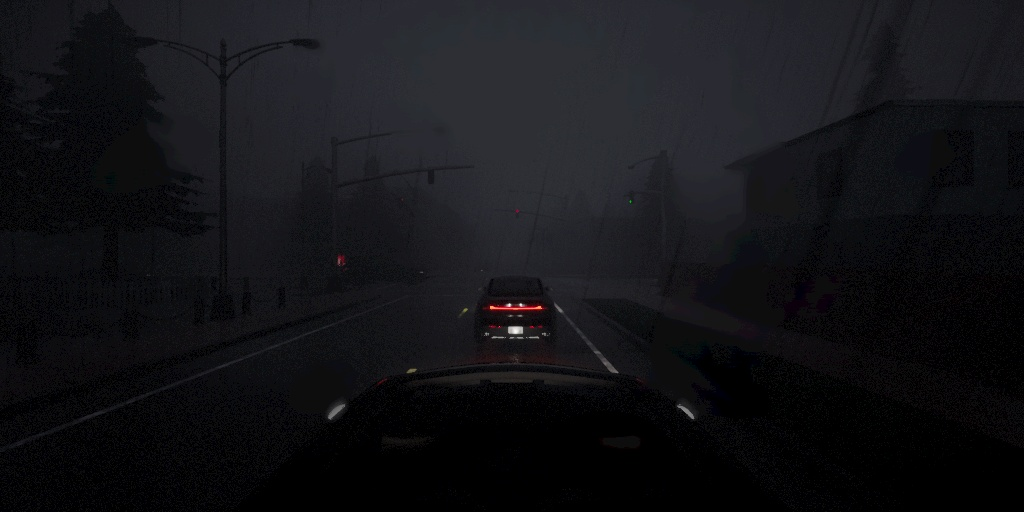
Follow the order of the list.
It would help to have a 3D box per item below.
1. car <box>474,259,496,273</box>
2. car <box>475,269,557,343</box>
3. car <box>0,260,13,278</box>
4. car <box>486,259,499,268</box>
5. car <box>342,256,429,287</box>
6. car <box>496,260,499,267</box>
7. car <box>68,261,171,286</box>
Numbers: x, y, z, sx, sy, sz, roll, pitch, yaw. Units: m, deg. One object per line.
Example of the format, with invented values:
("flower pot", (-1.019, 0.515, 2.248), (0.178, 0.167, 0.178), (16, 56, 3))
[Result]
("car", (-3.505, 1.297, 44.399), (2.033, 1.411, 5.357), (0, 0, 0))
("car", (0.092, 1.255, 9.684), (1.837, 1.490, 4.892), (0, 0, 0))
("car", (-41.746, 1.270, 27.105), (4.892, 1.490, 1.837), (0, 0, -2))
("car", (-3.407, 1.297, 65.038), (2.033, 1.411, 5.357), (0, 0, 1))
("car", (-8.539, 0.985, 24.401), (5.566, 2.045, 2.150), (0, 0, -3))
("car", (-3.475, 1.242, 54.581), (2.128, 1.511, 4.902), (0, 0, 0))
("car", (-25.583, 1.257, 23.859), (4.902, 1.511, 2.128), (0, 0, -1))
